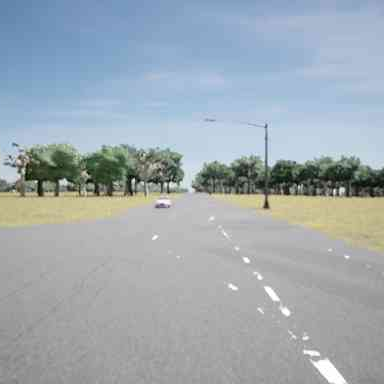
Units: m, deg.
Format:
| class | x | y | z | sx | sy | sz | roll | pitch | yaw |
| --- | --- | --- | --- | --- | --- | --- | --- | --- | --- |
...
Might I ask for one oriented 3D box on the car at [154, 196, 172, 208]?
| class | x | y | z | sx | sy | sz | roll | pitch | yaw |
| --- | --- | --- | --- | --- | --- | --- | --- | --- | --- |
| car | -3.648 | 1.272 | 42.605 | 1.812 | 1.442 | 4.674 | 0 | 0 | 0 |
